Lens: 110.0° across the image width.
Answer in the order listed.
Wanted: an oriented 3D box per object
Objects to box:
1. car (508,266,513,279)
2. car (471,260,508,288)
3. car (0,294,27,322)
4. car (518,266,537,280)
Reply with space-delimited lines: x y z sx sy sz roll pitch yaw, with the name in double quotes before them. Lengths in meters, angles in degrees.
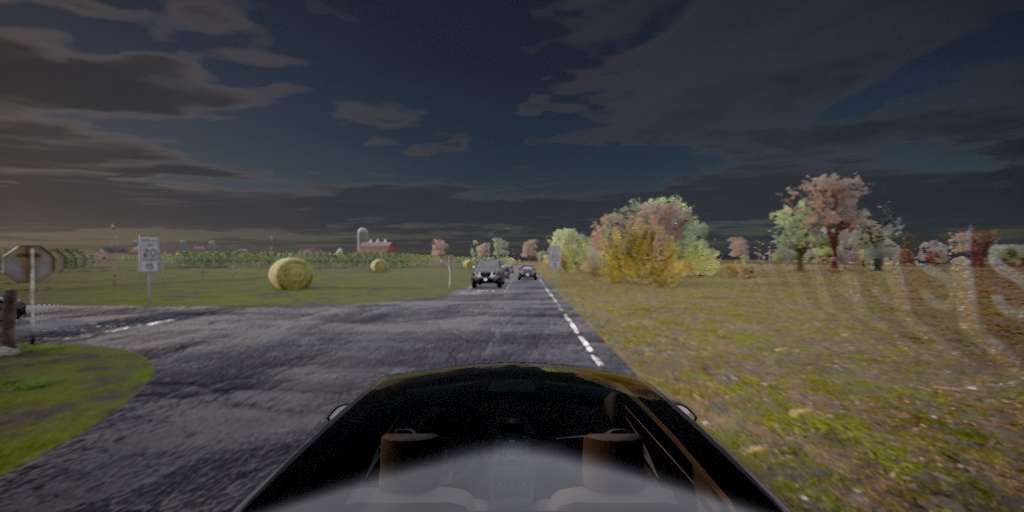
"car" -1.275 1.790 38.765 1.994 1.385 4.181 0 -1 3
"car" -1.729 1.305 27.614 2.150 2.045 5.566 0 -1 2
"car" -17.370 1.416 10.613 4.181 1.385 1.994 0 0 1
"car" 1.647 1.729 38.137 1.812 1.442 4.674 0 -1 2
